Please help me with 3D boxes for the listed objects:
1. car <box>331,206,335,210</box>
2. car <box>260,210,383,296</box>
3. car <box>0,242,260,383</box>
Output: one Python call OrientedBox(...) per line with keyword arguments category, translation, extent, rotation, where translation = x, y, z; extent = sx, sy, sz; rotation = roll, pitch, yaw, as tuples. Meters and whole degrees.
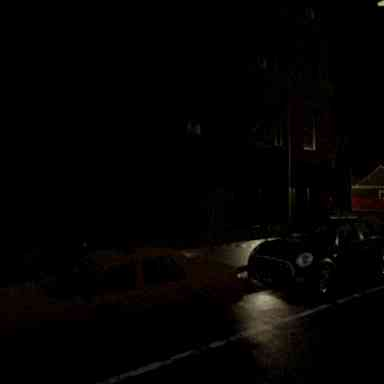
OrientedBox(category="car", translation=(12.364, 1.613, 33.339), extent=(1.837, 1.490, 4.892), rotation=(0, 0, -36))
OrientedBox(category="car", translation=(3.316, 1.439, 8.593), extent=(4.097, 1.590, 1.967), rotation=(0, 0, -36))
OrientedBox(category="car", translation=(-1.299, 1.525, 5.267), extent=(4.829, 1.417, 1.752), rotation=(0, 0, -36))
